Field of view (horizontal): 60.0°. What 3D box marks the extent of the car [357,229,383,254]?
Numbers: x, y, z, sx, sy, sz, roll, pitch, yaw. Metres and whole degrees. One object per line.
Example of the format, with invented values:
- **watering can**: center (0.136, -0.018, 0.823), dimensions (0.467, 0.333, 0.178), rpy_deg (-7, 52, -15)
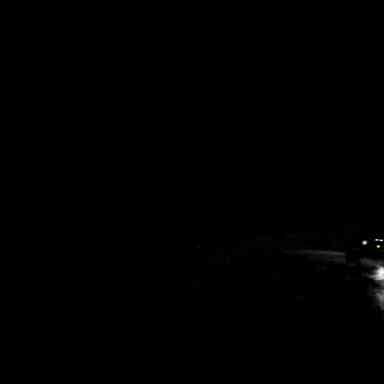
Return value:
- **car**: center (9.022, 1.834, 13.081), dimensions (4.892, 1.490, 1.837), rpy_deg (3, -2, -8)
